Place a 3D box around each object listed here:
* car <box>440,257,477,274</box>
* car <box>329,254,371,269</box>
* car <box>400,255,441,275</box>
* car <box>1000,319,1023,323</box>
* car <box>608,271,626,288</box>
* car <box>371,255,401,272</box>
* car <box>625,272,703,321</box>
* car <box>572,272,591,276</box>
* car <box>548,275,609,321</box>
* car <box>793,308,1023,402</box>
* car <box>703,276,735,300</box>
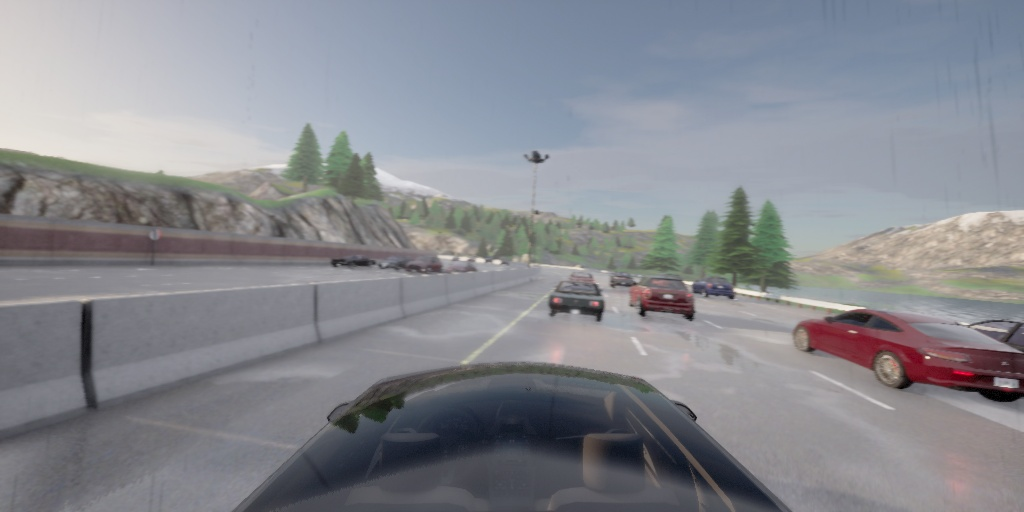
[{"bbox_3d":[-4.555,1.169,32.720,1.812,1.442,4.674,4,-1,11],"label":"car"},{"bbox_3d":[-14.967,0.512,33.994,1.895,1.301,4.718,4,0,11],"label":"car"},{"bbox_3d":[-8.007,0.753,33.225,2.097,1.767,4.553,4,0,11],"label":"car"},{"bbox_3d":[12.045,2.200,8.148,2.033,1.411,5.357,4,0,12],"label":"car"},{"bbox_3d":[9.927,2.169,32.794,2.128,1.511,4.902,4,0,11],"label":"car"},{"bbox_3d":[-11.186,0.681,35.153,2.128,1.511,4.902,4,-1,11],"label":"car"},{"bbox_3d":[6.579,1.671,16.178,2.097,1.767,4.553,4,0,12],"label":"car"},{"bbox_3d":[5.577,1.940,28.856,1.895,1.301,4.718,4,0,12],"label":"car"},{"bbox_3d":[2.585,1.622,14.160,1.895,1.301,4.718,4,0,12],"label":"car"},{"bbox_3d":[8.453,1.921,8.042,1.812,1.442,4.674,4,0,12],"label":"car"},{"bbox_3d":[16.403,2.465,29.504,2.097,1.767,4.553,4,-1,11],"label":"car"}]
